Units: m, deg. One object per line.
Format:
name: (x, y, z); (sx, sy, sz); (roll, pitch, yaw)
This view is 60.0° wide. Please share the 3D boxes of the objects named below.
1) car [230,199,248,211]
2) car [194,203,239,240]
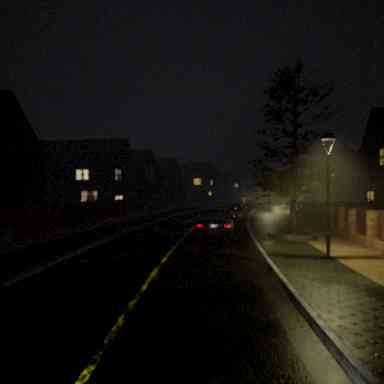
car: (5.422, 1.508, 38.800); (1.895, 1.301, 4.718); (0, 0, 16)
car: (1.210, 1.516, 16.889); (2.033, 1.411, 5.357); (0, 0, 7)
